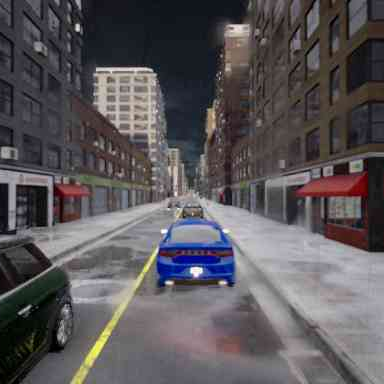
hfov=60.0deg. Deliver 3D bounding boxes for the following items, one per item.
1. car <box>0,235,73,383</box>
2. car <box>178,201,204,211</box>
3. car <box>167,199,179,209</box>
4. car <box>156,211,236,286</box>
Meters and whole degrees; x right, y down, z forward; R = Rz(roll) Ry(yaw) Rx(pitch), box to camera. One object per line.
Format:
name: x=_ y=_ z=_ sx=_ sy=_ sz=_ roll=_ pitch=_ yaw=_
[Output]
car: x=-2.854 y=1.371 z=3.173 sx=2.097 sy=1.767 sz=4.553 roll=0 pitch=0 yaw=0
car: x=0.068 y=1.674 z=30.456 sx=2.128 sy=1.511 sz=4.902 roll=0 pitch=0 yaw=0
car: x=-2.821 y=1.837 z=52.895 sx=1.837 sy=1.490 sz=4.892 roll=0 pitch=-1 yaw=0
car: x=0.089 y=1.534 z=9.593 sx=1.882 sy=1.535 sz=5.008 roll=0 pitch=0 yaw=0
